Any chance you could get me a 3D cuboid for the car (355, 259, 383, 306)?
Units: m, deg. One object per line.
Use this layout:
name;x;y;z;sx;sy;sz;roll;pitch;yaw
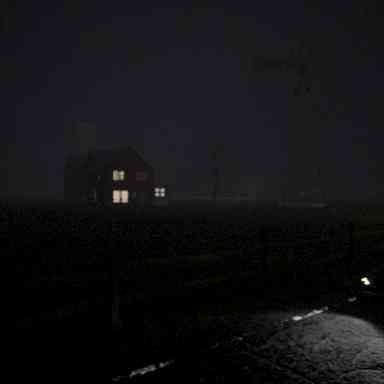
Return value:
car;5.730;1.587;7.147;5.357;1.411;2.033;0;0;-35
